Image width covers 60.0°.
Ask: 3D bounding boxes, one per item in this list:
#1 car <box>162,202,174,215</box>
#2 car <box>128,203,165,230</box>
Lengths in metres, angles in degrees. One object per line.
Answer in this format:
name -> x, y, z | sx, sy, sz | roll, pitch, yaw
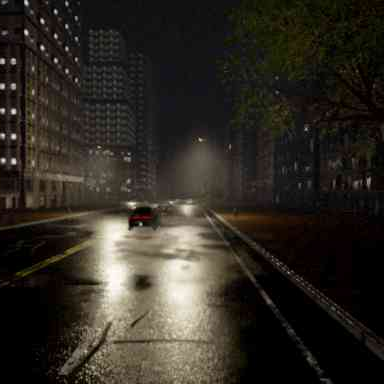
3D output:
car -> -3.142, 1.940, 39.594 | 2.033, 1.411, 5.357 | 0, -1, 0
car -> -3.143, 1.734, 22.816 | 1.837, 1.490, 4.892 | 0, 0, 0
